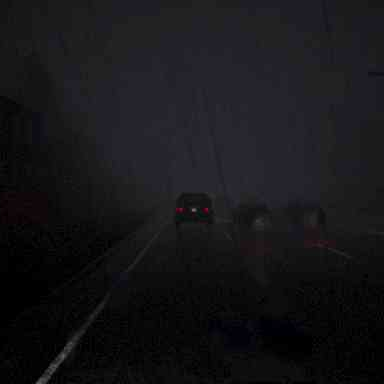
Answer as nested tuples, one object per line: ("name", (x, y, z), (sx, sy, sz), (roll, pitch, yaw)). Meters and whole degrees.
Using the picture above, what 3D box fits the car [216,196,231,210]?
("car", (3.608, 1.201, 37.830), (2.128, 1.511, 4.902), (0, 0, 0))

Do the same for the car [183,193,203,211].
("car", (0.107, 1.063, 37.571), (2.097, 1.767, 4.553), (0, 0, 0))

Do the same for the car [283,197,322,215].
("car", (10.606, 1.298, 32.501), (2.033, 1.411, 5.357), (0, 0, 0))

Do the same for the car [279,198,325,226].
("car", (7.104, 1.337, 21.872), (1.837, 1.490, 4.892), (0, 0, 0))

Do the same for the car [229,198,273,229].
("car", (3.604, 1.348, 20.306), (1.837, 1.490, 4.892), (0, 0, 0))

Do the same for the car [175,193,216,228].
("car", (0.104, 1.062, 20.683), (2.150, 2.045, 5.566), (0, 0, 0))
